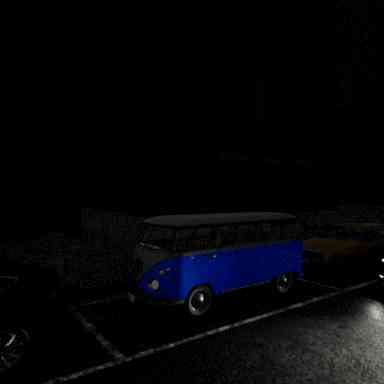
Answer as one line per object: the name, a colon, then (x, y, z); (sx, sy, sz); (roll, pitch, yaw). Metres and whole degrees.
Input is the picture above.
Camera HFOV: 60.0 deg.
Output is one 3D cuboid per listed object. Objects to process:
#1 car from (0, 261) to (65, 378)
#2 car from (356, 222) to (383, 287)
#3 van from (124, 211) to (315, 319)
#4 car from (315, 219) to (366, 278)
car: (-3.799, 1.566, 3.942); (4.313, 1.339, 1.947); (0, 0, -35)
car: (6.268, 1.492, 7.846); (4.902, 1.511, 2.128); (0, 0, -35)
van: (0.628, 1.341, 7.100); (3.998, 1.788, 1.690); (0, 0, -35)
car: (4.917, 1.526, 10.158); (4.829, 1.417, 1.752); (0, 0, -35)
